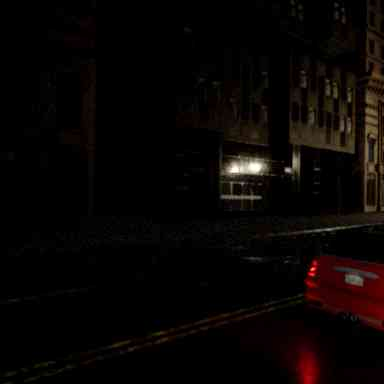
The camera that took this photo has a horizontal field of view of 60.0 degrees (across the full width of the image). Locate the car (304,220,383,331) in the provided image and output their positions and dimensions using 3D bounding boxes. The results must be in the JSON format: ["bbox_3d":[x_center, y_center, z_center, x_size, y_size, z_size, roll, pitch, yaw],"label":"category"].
[{"bbox_3d":[4.286,1.414,6.459,4.553,1.767,2.097,0,0,-35],"label":"car"}]
